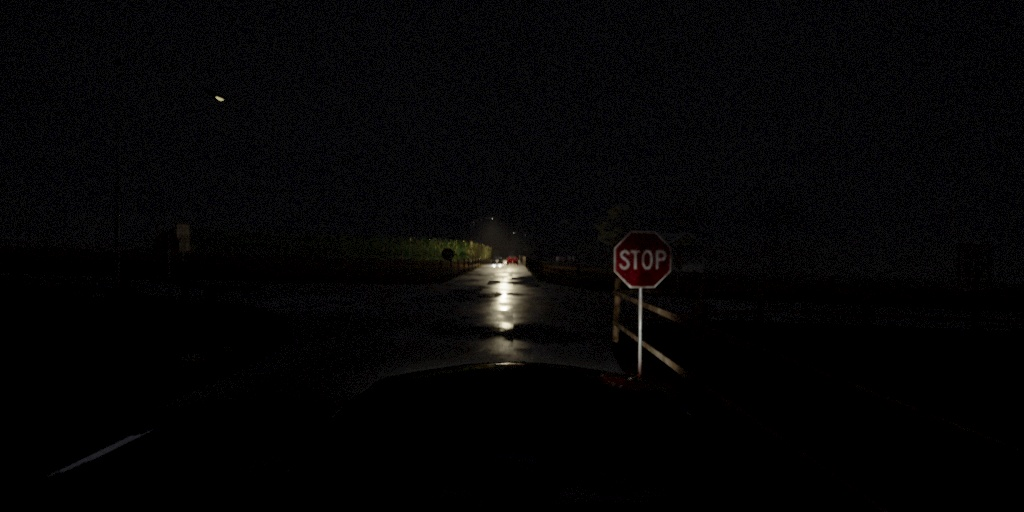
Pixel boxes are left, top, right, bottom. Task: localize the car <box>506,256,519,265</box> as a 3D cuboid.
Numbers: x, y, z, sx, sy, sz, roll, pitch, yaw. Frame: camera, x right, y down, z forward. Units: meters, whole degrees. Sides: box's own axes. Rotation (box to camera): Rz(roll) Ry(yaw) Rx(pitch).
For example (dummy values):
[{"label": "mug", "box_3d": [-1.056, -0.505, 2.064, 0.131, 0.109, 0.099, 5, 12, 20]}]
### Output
[{"label": "car", "box_3d": [0.079, 0.767, 61.441, 1.882, 1.535, 5.008, 0, 0, 0]}]
